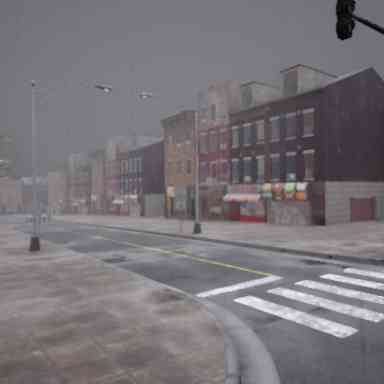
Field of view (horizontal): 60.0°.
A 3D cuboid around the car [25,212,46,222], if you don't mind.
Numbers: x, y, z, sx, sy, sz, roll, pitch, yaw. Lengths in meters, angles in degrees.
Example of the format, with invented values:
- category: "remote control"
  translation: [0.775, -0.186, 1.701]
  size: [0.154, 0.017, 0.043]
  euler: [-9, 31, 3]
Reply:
- category: "car"
  translation: [-20.894, 3.259, 44.185]
  size: [1.895, 1.301, 4.718]
  euler: [-1, -2, -36]
